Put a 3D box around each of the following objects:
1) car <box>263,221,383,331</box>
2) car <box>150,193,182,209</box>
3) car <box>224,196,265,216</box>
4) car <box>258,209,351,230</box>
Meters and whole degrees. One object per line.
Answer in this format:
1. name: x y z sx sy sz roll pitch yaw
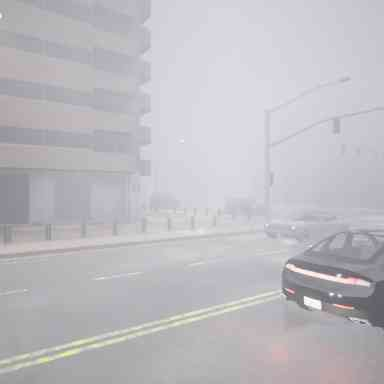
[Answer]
1. car: 3.848 1.492 6.486 4.902 1.511 2.128 0 0 -35
2. car: -3.541 1.162 43.666 2.150 2.045 5.566 0 1 -34
3. car: 5.070 1.297 31.334 2.097 1.767 4.553 0 0 -35
4. car: 5.619 1.603 16.061 4.718 1.301 1.895 0 0 -37
